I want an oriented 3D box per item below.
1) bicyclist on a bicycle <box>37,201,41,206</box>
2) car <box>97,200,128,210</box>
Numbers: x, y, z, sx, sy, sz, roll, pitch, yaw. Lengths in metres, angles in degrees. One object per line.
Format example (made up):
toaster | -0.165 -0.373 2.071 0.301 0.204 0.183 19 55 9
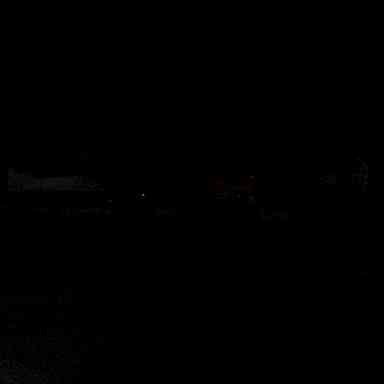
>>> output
bicyclist on a bicycle | -14.769 1.678 32.009 1.656 1.620 0.582 -1 -1 36
car | -11.969 1.895 50.258 1.882 1.535 5.008 -1 -1 36
